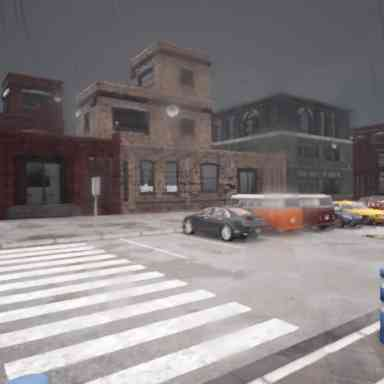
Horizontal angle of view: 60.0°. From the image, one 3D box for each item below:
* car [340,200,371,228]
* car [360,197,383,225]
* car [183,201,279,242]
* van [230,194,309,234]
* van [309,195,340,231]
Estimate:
[{"bbox_3d":[8.204,1.366,20.866,2.002,1.452,4.674,0,0,-35],"label":"car"},{"bbox_3d":[10.577,1.304,22.323,1.946,1.575,5.366,0,0,-35],"label":"car"},{"bbox_3d":[1.413,1.382,16.027,2.231,1.521,4.892,0,0,-35],"label":"car"},{"bbox_3d":[3.606,1.137,17.737,1.878,1.987,4.442,0,0,-35],"label":"van"},{"bbox_3d":[5.871,1.119,19.347,1.878,1.987,4.442,0,0,-35],"label":"van"}]
